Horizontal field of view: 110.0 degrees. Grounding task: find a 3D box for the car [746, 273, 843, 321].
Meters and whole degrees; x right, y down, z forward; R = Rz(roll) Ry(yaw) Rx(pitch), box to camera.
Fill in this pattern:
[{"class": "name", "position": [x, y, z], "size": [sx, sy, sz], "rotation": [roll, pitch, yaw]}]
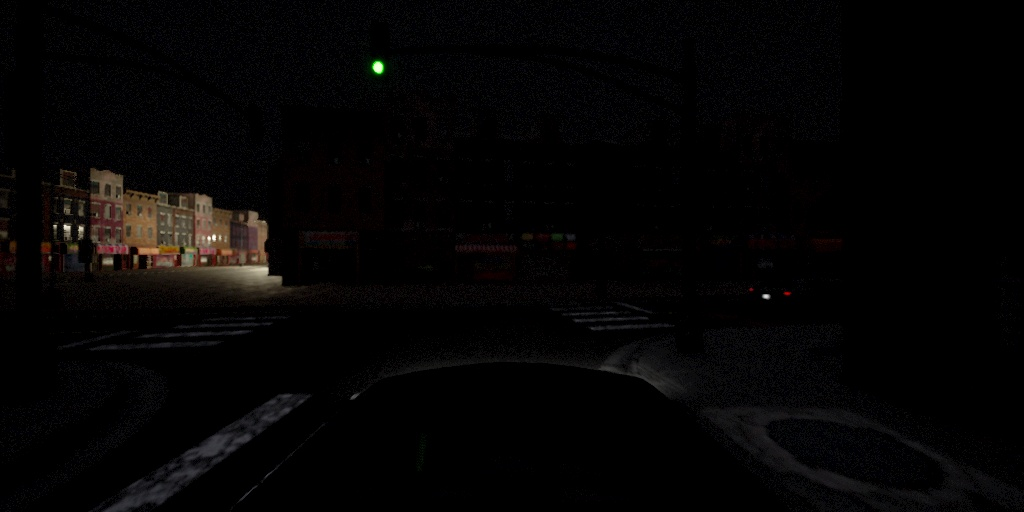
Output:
[{"class": "car", "position": [10.047, 1.253, 11.764], "size": [4.181, 1.385, 1.994], "rotation": [0, 0, -10]}]
